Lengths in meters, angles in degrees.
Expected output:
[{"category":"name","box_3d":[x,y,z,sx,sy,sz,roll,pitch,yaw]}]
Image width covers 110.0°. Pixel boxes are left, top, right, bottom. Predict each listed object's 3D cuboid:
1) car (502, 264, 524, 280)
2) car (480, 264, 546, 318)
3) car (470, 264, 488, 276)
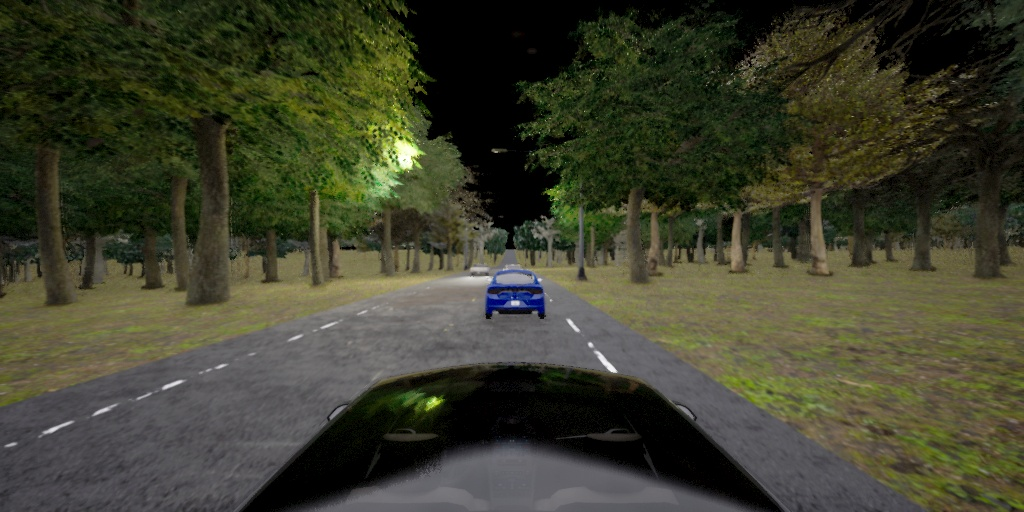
[{"category":"car","box_3d":[0.098,1.420,33.173,1.895,1.301,4.718,0,-1,0]},{"category":"car","box_3d":[0.098,1.220,12.915,1.882,1.535,5.008,0,0,0]},{"category":"car","box_3d":[-3.502,1.487,39.717,1.895,1.301,4.718,0,-1,0]}]
